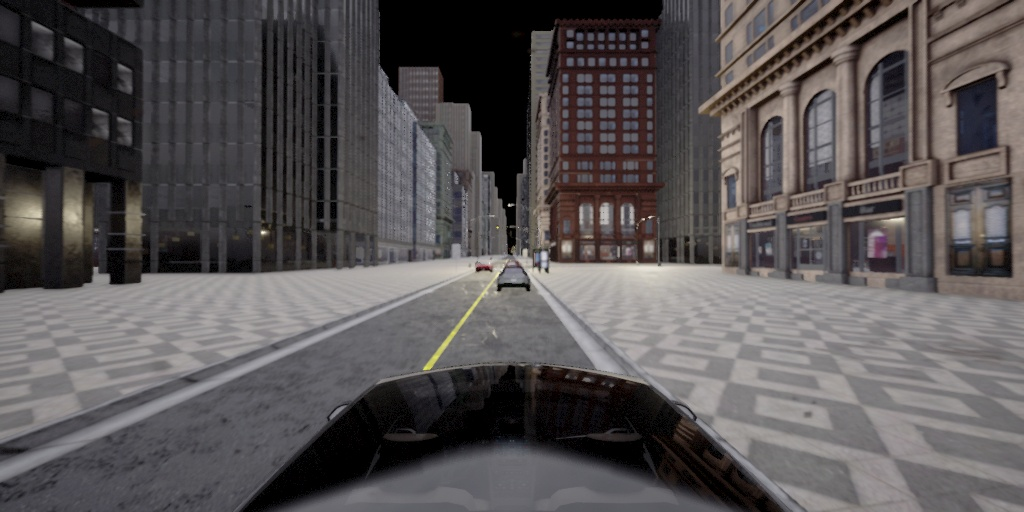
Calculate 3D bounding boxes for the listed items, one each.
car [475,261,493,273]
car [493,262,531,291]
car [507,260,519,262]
[{"bbox_3d":[-3.062,1.255,40.646,1.895,1.301,4.718,0,0,0],"label":"car"},{"bbox_3d":[0.096,1.276,21.584,1.994,1.385,4.181,0,0,0],"label":"car"},{"bbox_3d":[0.096,1.189,38.133,1.812,1.442,4.674,0,0,0],"label":"car"}]
